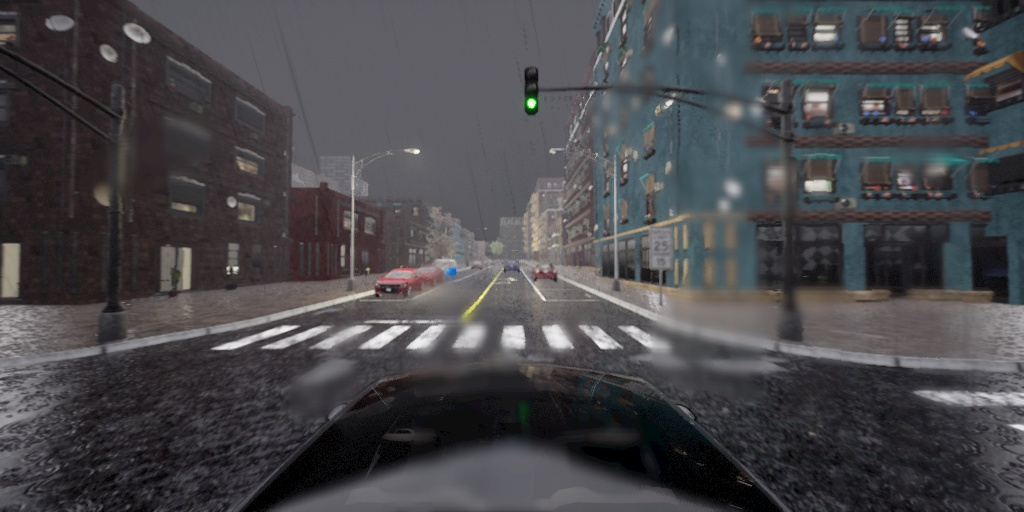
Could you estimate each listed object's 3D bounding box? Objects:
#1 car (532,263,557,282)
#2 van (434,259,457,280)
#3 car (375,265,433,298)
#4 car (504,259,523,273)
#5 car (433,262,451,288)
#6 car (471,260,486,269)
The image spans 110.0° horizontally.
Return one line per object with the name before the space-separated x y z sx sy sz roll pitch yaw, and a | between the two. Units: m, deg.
car | 2.682 1.269 30.422 1.967 1.591 4.097 0 0 0
van | -5.698 1.170 30.359 1.690 1.789 3.998 0 0 0
car | -5.772 1.342 18.990 1.888 1.381 4.507 0 0 0
car | -0.014 1.227 46.634 2.097 1.767 4.553 0 0 0
car | -5.697 1.358 24.672 1.888 1.381 4.507 0 0 0
car | -5.707 1.491 58.792 1.802 1.307 4.207 0 0 0
